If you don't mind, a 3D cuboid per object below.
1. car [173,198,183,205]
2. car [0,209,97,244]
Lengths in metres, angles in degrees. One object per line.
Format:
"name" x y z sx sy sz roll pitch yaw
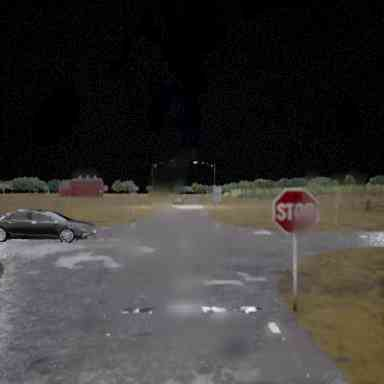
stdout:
"car" -2.740 1.864 67.116 1.994 1.385 4.181 0 0 0
"car" -6.885 1.562 15.283 4.892 1.490 1.837 1 -2 0
